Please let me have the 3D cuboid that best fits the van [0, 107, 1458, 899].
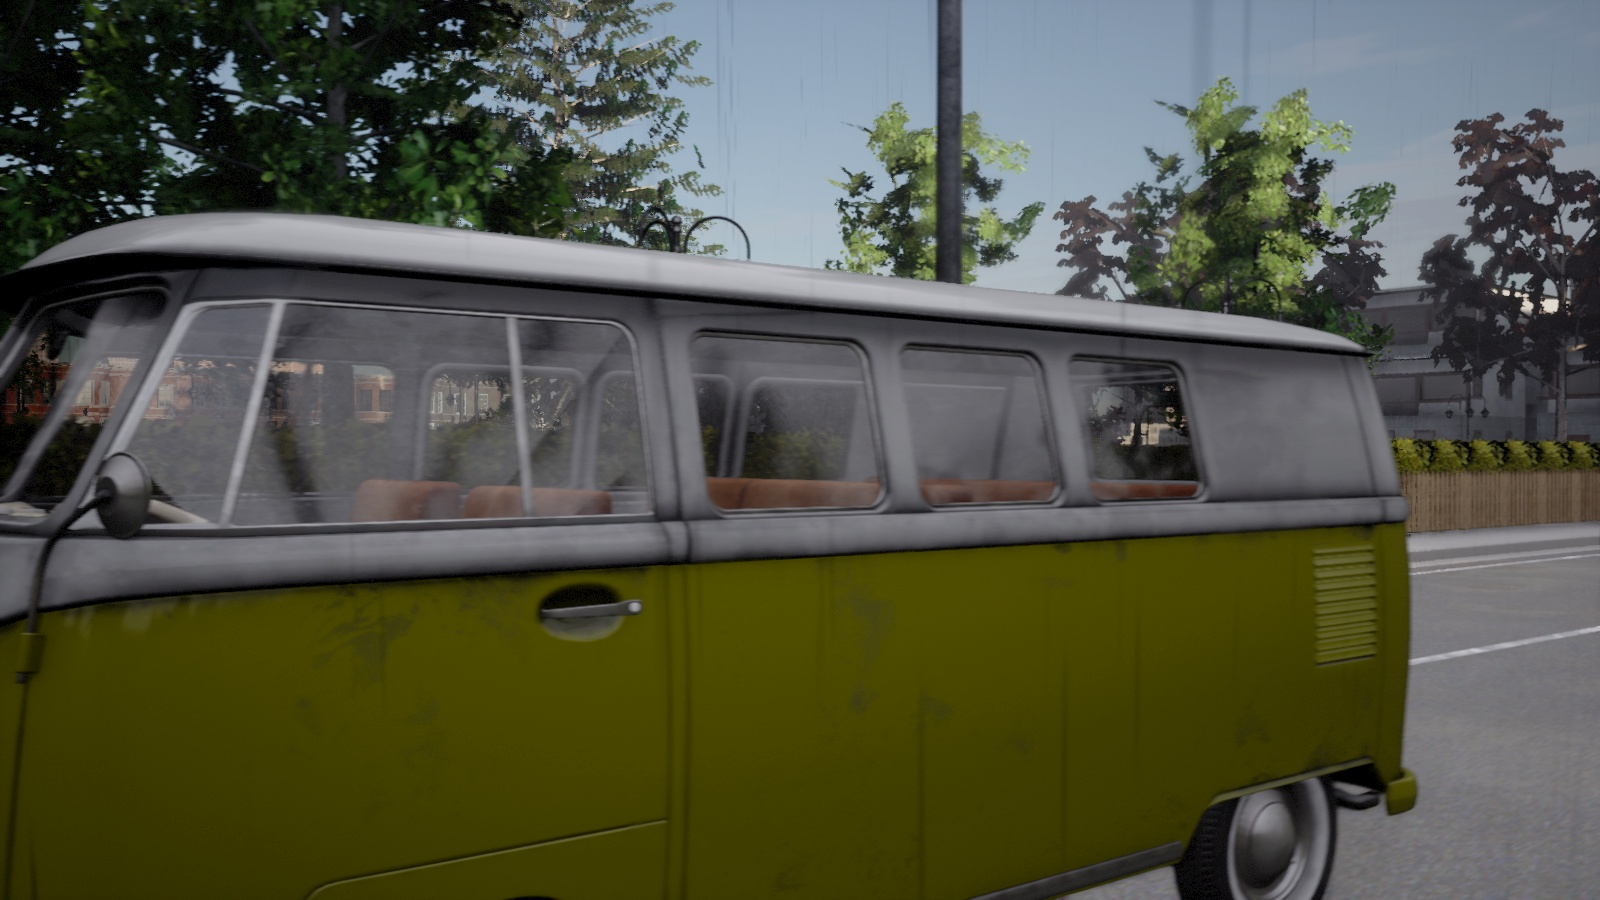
[{"bbox_3d":[-0.151,0.507,3.582,4.442,1.987,1.775,0,0,-36],"label":"van"}]
